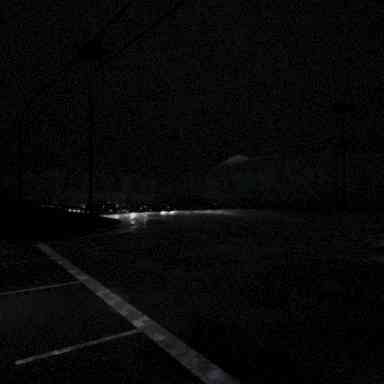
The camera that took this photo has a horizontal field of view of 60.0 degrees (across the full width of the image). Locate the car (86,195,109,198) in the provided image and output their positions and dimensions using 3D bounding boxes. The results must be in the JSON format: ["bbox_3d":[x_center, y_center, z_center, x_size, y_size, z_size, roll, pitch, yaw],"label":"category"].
[{"bbox_3d":[-14.177,1.579,48.479,1.994,1.385,4.181,0,0,-36],"label":"car"}]

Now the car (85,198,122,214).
[{"bbox_3d":[-9.739,1.614,36.362,1.895,1.301,4.718,0,0,-36],"label":"car"}]

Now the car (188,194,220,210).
[{"bbox_3d":[1.432,1.246,44.818,2.150,2.045,5.566,0,0,-36],"label":"car"}]

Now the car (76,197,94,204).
[{"bbox_3d":[-20.249,1.621,62.974,1.895,1.301,4.718,0,0,-35],"label":"car"}]

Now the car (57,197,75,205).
[{"bbox_3d":[-23.181,1.581,61.031,1.994,1.385,4.181,0,0,-35],"label":"car"}]

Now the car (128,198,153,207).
[{"bbox_3d":[-8.173,1.624,52.132,1.895,1.301,4.718,0,0,-36],"label":"car"}]

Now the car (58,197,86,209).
[{"bbox_3d":[-17.095,1.505,46.540,2.128,1.511,4.902,0,0,-36],"label":"car"}]

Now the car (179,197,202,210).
[{"bbox_3d":[-1.243,1.624,42.537,1.895,1.301,4.718,0,0,-36],"label":"car"}]

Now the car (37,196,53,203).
[{"bbox_3d":[-26.150,1.518,59.151,1.837,1.490,4.892,0,0,-35],"label":"car"}]

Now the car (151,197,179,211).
[{"bbox_3d":[-3.910,1.584,40.254,1.994,1.385,4.181,0,0,-36],"label":"car"}]

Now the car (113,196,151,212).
[{"bbox_3d":[-7.041,1.520,38.607,1.837,1.490,4.892,0,0,-36],"label":"car"}]

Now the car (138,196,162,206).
[{"bbox_3d":[-7.199,1.504,56.797,1.882,1.535,5.008,0,0,-35],"label":"car"}]

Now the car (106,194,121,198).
[{"bbox_3d":[-11.477,1.498,50.728,1.882,1.535,5.008,0,0,-36],"label":"car"}]
